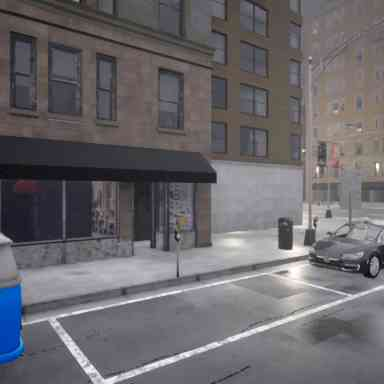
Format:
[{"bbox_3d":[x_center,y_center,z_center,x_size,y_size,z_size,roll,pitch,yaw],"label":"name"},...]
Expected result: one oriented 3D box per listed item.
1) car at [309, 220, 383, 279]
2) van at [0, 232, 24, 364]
[{"bbox_3d":[5.304,1.550,9.990,4.403,1.369,2.008,0,0,-36],"label":"car"},{"bbox_3d":[-3.906,1.341,3.401,3.998,1.788,1.690,0,0,-36],"label":"van"}]
